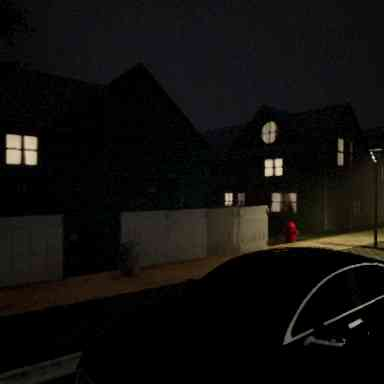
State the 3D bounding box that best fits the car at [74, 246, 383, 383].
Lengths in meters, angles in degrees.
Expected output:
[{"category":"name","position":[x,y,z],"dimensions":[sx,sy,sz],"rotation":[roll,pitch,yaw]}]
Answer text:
[{"category":"car","position":[1.136,1.511,4.015],"dimensions":[4.892,1.490,1.837],"rotation":[1,0,-37]}]
